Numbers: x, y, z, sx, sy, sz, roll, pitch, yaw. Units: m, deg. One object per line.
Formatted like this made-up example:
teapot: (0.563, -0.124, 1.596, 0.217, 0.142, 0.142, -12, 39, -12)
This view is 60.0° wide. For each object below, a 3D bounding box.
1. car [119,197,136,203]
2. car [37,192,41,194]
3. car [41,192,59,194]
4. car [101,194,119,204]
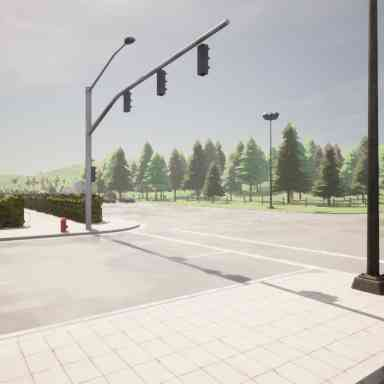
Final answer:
car: (-13.108, 1.601, 66.513, 1.895, 1.301, 4.718, 0, 0, -35)
car: (-29.773, 1.058, 65.859, 2.150, 2.045, 5.566, 0, 0, -34)
car: (-24.108, 1.221, 57.614, 2.150, 2.045, 5.566, 0, 0, -34)
car: (-16.747, 1.601, 65.616, 1.895, 1.301, 4.718, 0, 0, -34)
